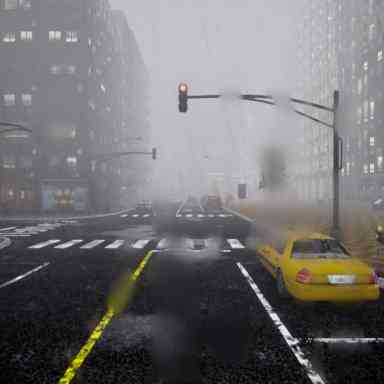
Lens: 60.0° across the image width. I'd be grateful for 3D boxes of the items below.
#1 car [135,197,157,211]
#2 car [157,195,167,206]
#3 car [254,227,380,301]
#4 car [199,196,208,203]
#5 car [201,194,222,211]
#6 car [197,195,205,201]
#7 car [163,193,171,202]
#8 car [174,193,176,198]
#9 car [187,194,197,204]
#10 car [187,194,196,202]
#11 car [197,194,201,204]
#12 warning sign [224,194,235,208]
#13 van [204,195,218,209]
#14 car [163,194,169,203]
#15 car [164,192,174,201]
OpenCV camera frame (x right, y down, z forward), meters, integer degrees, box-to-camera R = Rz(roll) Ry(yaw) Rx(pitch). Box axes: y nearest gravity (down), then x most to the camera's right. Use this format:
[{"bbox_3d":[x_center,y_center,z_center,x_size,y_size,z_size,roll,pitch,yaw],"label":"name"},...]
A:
[{"bbox_3d":[-5.811,1.568,40.478,2.008,1.369,4.403,0,0,0],"label":"car"},{"bbox_3d":[-5.860,1.589,57.057,2.008,1.369,4.403,0,0,0],"label":"car"},{"bbox_3d":[2.664,1.526,8.260,1.752,1.417,4.829,0,0,0],"label":"car"},{"bbox_3d":[2.471,1.612,73.662,1.887,1.381,4.507,0,0,0],"label":"car"},{"bbox_3d":[2.568,1.332,40.503,2.192,1.841,5.009,0,0,0],"label":"car"},{"bbox_3d":[2.422,1.625,90.412,1.752,1.417,4.829,0,0,0],"label":"car"},{"bbox_3d":[-5.894,1.497,68.111,1.967,1.590,4.097,0,0,0],"label":"car"},{"bbox_3d":[-5.957,1.625,90.048,1.752,1.417,4.829,0,0,0],"label":"car"},{"bbox_3d":[-0.095,1.561,67.599,1.837,1.490,4.892,0,0,0],"label":"car"},{"bbox_3d":[-0.233,1.433,79.658,2.097,1.767,4.553,0,0,0],"label":"car"},{"bbox_3d":[2.502,1.362,62.608,2.192,1.841,5.009,0,0,0],"label":"car"},{"bbox_3d":[4.945,1.136,43.767,1.300,1.860,1.060,0,0,0],"label":"warning sign"},{"bbox_3d":[2.551,1.364,46.029,1.690,1.788,3.998,0,0,0],"label":"van"},{"bbox_3d":[-5.877,1.592,62.583,1.887,1.381,4.507,0,0,0],"label":"car"},{"bbox_3d":[-5.926,1.517,79.164,1.967,1.590,4.097,0,0,0],"label":"car"}]
